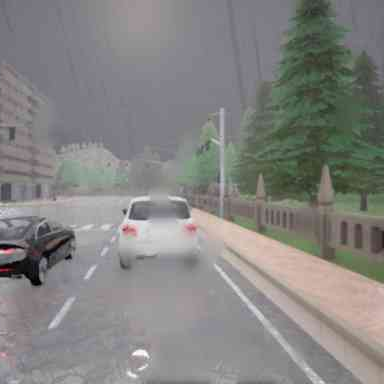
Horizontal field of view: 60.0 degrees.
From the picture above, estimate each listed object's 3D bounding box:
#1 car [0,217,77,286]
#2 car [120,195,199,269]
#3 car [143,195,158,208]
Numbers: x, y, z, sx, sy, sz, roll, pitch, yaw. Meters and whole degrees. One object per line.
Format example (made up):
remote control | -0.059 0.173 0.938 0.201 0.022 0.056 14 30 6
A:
car | -4.522 1.422 9.072 2.128 1.511 4.902 0 1 -7
car | -1.136 1.121 11.041 2.150 2.045 5.566 0 1 -7
car | -5.338 1.142 42.806 1.812 1.442 4.674 0 1 -7
